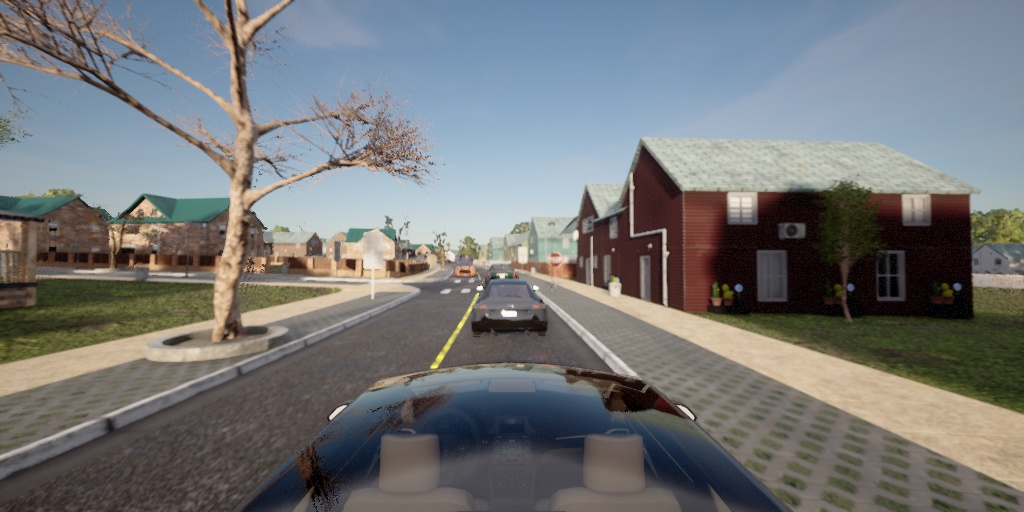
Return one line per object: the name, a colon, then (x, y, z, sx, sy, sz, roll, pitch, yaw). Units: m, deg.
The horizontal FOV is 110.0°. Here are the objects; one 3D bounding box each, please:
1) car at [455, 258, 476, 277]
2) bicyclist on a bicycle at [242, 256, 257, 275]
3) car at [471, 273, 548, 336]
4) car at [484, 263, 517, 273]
car: (-4.998, 1.348, 38.544, 2.097, 1.767, 4.553, 0, 0, -6)
bicyclist on a bicycle: (-22.491, 0.827, 30.637, 0.582, 1.620, 1.656, 1, -1, 7)
car: (-0.109, 1.374, 10.624, 1.994, 1.385, 4.181, 0, 0, -2)
car: (-0.715, 1.246, 23.203, 2.097, 1.767, 4.553, 0, -1, -3)
